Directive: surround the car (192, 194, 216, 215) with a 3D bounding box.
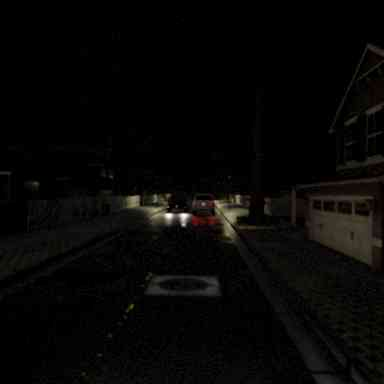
[{"bbox_3d":[1.187,1.170,33.734,2.150,2.045,5.566,0,0,2],"label":"car"}]

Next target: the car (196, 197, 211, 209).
[{"bbox_3d":[1.635,1.481,46.956,2.033,1.411,5.357,0,0,3],"label":"car"}]

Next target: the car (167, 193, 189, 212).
[{"bbox_3d":[-1.496,1.142,37.312,2.150,2.045,5.566,0,0,2],"label":"car"}]
